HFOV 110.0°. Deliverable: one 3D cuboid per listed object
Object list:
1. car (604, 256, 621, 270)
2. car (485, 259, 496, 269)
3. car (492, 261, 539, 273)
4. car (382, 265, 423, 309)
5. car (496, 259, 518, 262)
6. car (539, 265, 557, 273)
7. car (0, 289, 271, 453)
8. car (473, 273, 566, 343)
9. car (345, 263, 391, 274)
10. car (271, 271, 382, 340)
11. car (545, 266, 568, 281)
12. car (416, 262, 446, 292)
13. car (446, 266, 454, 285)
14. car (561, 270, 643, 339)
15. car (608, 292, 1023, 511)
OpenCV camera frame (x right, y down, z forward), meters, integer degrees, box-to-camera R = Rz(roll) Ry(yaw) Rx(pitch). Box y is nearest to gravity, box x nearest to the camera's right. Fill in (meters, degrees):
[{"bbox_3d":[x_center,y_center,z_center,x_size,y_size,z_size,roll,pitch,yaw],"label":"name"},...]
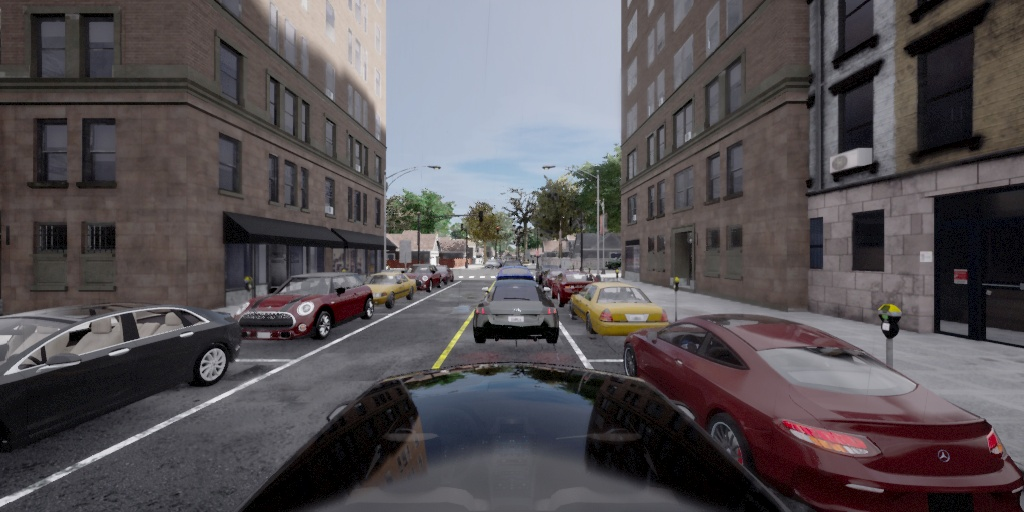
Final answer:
[{"bbox_3d":[15.607,0.895,49.239,5.566,2.045,2.150,0,0,0],"label":"car"},{"bbox_3d":[-3.217,1.323,58.534,1.812,1.442,4.674,0,0,6],"label":"car"},{"bbox_3d":[0.122,1.235,18.653,1.882,1.535,5.008,0,0,-1],"label":"car"},{"bbox_3d":[-5.355,1.280,15.111,1.751,1.417,4.829,0,0,0],"label":"car"},{"bbox_3d":[0.069,1.114,27.878,2.097,1.767,4.553,0,0,0],"label":"car"},{"bbox_3d":[2.685,1.340,20.780,1.802,1.307,4.207,0,0,0],"label":"car"},{"bbox_3d":[-5.384,1.301,4.243,2.007,1.370,4.403,0,0,0],"label":"car"},{"bbox_3d":[0.110,1.316,9.660,1.994,1.385,4.181,0,0,1],"label":"car"},{"bbox_3d":[-17.091,1.467,42.640,4.718,1.301,1.895,0,0,-2],"label":"car"},{"bbox_3d":[-5.369,1.192,9.762,1.967,1.591,4.097,0,0,0],"label":"car"},{"bbox_3d":[2.671,1.300,15.262,1.888,1.381,4.507,0,0,0],"label":"car"},{"bbox_3d":[-5.340,1.198,20.800,1.967,1.591,4.097,0,0,0],"label":"car"},{"bbox_3d":[-5.325,1.343,26.319,1.802,1.307,4.207,0,0,0],"label":"car"},{"bbox_3d":[2.656,1.278,9.914,1.751,1.417,4.829,0,0,0],"label":"car"},{"bbox_3d":[2.641,1.332,4.225,1.802,1.307,4.207,0,0,0],"label":"car"}]
